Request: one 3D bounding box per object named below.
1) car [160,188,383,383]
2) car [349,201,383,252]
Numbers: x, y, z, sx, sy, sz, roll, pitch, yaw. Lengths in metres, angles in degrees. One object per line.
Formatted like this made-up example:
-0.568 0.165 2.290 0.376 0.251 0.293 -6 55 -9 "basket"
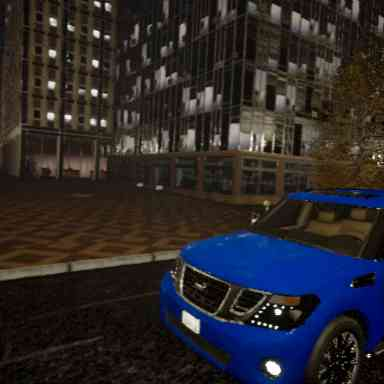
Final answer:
2.296 0.996 4.960 5.566 2.045 2.150 0 4 -34 "car"
7.817 1.131 11.819 4.829 1.417 1.752 0 5 -34 "car"
